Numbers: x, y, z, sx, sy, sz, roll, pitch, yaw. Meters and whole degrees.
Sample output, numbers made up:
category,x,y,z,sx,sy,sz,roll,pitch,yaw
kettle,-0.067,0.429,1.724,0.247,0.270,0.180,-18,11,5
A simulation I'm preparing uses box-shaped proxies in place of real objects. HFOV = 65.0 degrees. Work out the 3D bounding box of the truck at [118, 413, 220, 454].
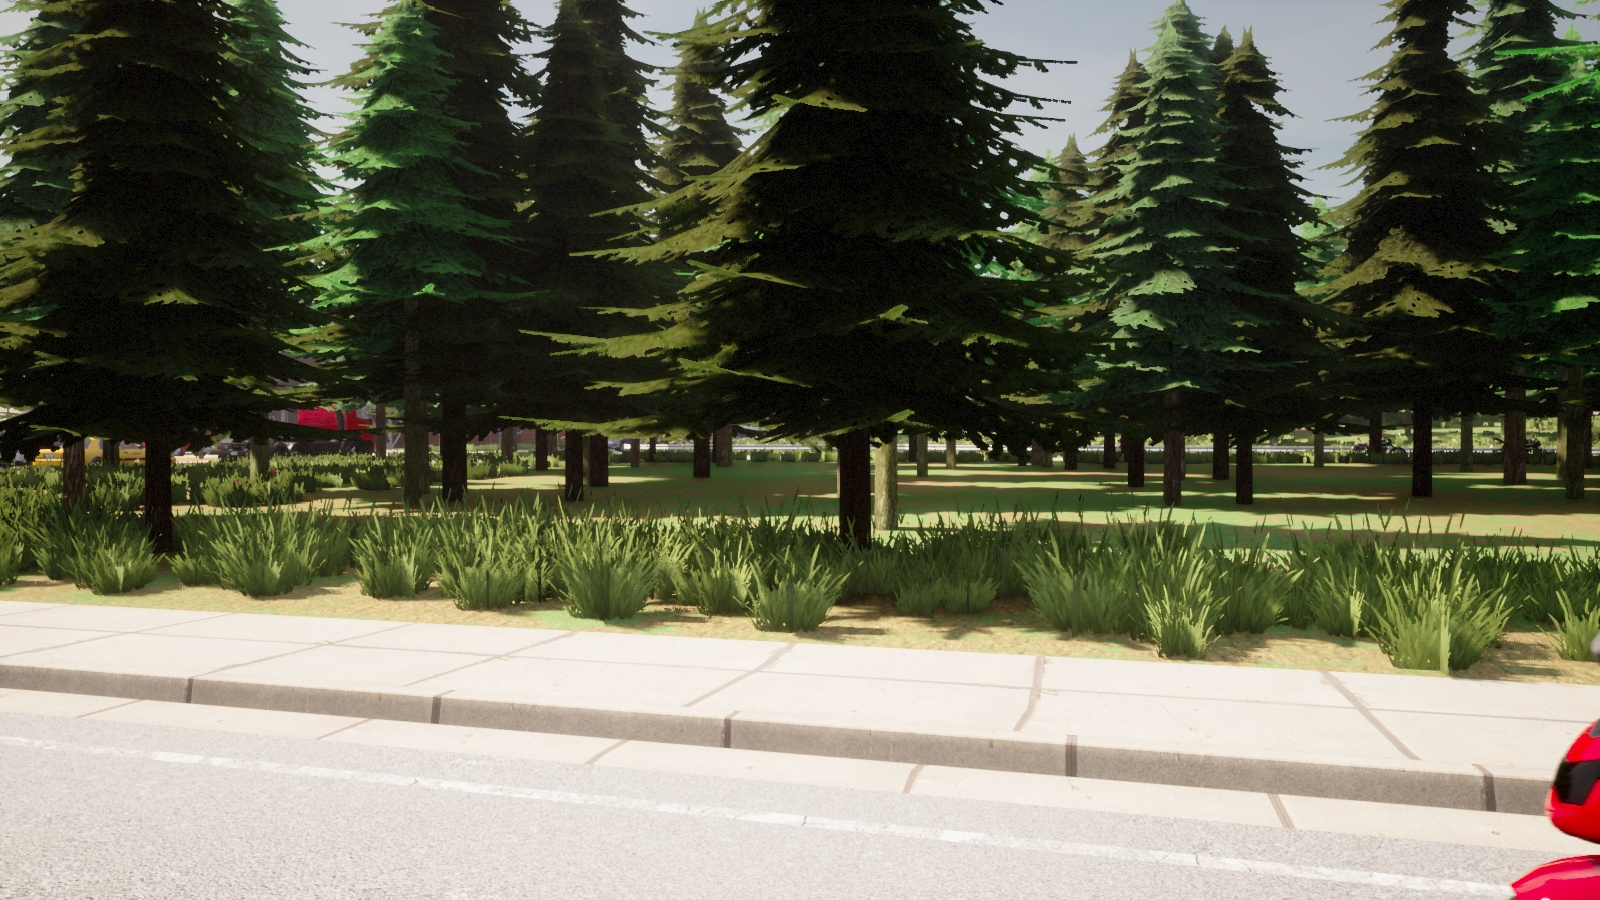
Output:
category,x,y,z,sx,sy,sz,roll,pitch,yaw
truck,-38.957,-1.052,77.573,5.204,2.467,2.627,0,1,16

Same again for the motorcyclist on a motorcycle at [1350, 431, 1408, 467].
category,x,y,z,sx,sy,sz,roll,pitch,yaw
motorcyclist on a motorcycle,26.680,-0.050,57.884,2.350,1.649,0.766,1,1,18

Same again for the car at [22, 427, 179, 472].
category,x,y,z,sx,sy,sz,roll,pitch,yaw
car,-26.083,-0.059,47.072,1.801,1.575,5.366,1,1,17

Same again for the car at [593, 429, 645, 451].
category,x,y,z,sx,sy,sz,roll,pitch,yaw
car,-13.997,-0.828,97.340,2.033,1.649,4.856,1,1,17

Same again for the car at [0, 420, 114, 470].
category,x,y,z,sx,sy,sz,roll,pitch,yaw
car,-29.244,-0.219,48.685,1.932,1.855,4.605,1,1,17

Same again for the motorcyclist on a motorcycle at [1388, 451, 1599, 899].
category,x,y,z,sx,sy,sz,roll,pitch,yaw
motorcyclist on a motorcycle,2.306,0.779,2.417,2.044,1.523,0.797,1,1,19

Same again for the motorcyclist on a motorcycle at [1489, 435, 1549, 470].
category,x,y,z,sx,sy,sz,roll,pitch,yaw
motorcyclist on a motorcycle,32.092,0.084,56.067,2.191,1.530,0.866,1,1,19

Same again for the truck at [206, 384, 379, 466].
category,x,y,z,sx,sy,sz,roll,pitch,yaw
truck,-22.893,-1.129,57.227,2.891,3.462,7.936,1,1,17
